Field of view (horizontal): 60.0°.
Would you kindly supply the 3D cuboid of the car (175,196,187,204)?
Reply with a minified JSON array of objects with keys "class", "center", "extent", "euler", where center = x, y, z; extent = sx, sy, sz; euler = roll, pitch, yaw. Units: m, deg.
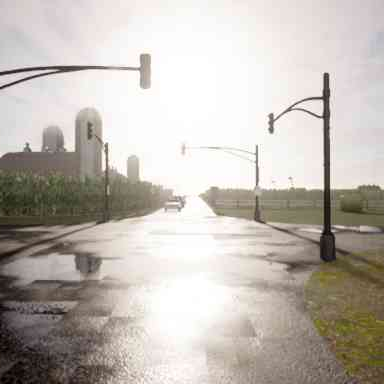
[{"class":"car","center":[-1.998,1.604,64.184],"extent":[2.033,1.411,5.357],"euler":[0,0,1]}]

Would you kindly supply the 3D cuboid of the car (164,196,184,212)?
[{"class":"car","center":[-2.270,1.549,40.160],"extent":[1.812,1.442,4.674],"euler":[0,0,1]}]

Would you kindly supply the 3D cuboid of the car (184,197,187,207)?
[{"class":"car","center":[-2.177,1.386,49.987],"extent":[2.097,1.767,4.553],"euler":[0,0,1]}]
